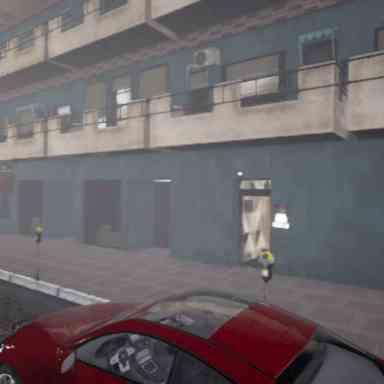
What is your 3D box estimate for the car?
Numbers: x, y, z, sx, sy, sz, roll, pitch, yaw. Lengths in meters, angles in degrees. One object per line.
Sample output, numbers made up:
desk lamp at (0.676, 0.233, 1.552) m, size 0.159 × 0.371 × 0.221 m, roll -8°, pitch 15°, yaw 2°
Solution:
car at (-0.101, 1.578, 2.934) m, size 4.206 × 1.307 × 1.802 m, roll 0°, pitch 1°, yaw 35°
